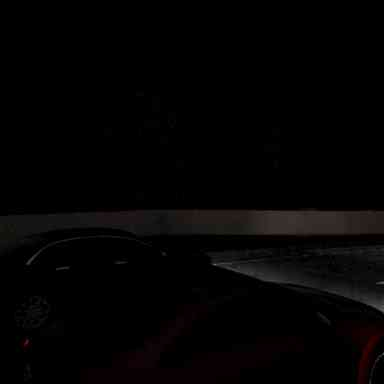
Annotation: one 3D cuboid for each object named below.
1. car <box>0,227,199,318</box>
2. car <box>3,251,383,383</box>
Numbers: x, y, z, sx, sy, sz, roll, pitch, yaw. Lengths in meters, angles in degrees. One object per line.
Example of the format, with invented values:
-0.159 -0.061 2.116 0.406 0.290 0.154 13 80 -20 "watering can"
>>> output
-1.776 1.478 6.644 4.892 1.490 1.837 0 0 -33 "car"
0.428 1.560 3.613 4.181 1.385 1.994 0 0 -32 "car"
